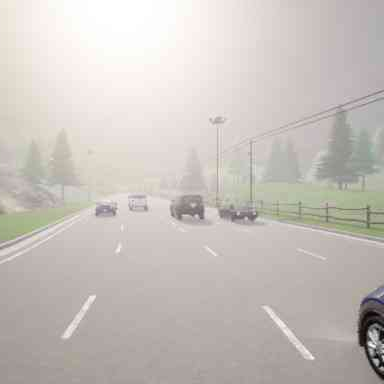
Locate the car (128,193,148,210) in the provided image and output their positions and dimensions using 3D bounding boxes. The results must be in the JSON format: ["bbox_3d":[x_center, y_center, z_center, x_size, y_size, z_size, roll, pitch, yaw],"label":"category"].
[{"bbox_3d":[-6.872,1.229,42.537,2.150,2.045,5.566,0,0,-11],"label":"car"}]

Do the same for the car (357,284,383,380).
[{"bbox_3d":[3.328,1.353,2.634,2.097,1.767,4.553,0,0,-2],"label":"car"}]

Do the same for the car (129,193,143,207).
[{"bbox_3d":[-9.002,1.231,53.054,2.150,2.045,5.566,0,0,-11],"label":"car"}]

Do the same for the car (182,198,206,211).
[{"bbox_3d":[0.145,1.555,43.143,2.033,1.411,5.357,0,0,-11],"label":"car"}]

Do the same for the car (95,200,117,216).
[{"bbox_3d":[-8.562,1.532,33.218,1.812,1.442,4.674,0,0,-11],"label":"car"}]

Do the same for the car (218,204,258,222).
[{"bbox_3d":[3.511,1.605,26.483,1.895,1.301,4.718,0,0,-11],"label":"car"}]

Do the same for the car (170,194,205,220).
[{"bbox_3d":[-0.473,1.223,28.563,2.150,2.045,5.566,0,-1,-12],"label":"car"}]
